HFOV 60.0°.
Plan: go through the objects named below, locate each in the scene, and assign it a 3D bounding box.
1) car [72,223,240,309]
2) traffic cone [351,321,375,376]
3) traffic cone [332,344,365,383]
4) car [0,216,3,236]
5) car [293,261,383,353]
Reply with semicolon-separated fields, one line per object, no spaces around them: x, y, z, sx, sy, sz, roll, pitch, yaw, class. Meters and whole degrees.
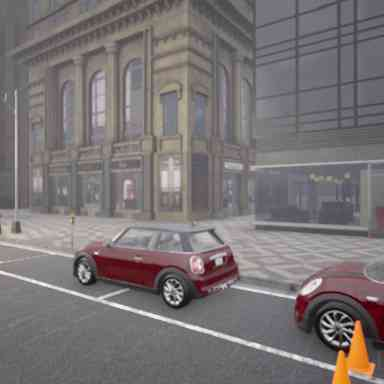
-1.023;1.444;7.933;4.097;1.590;1.967;0;0;36;car
2.140;1.956;4.280;0.340;0.580;0.340;0;0;36;traffic cone
1.559;1.956;3.466;0.340;0.580;0.340;0;0;36;traffic cone
-10.202;1.333;14.488;5.009;1.841;2.192;0;0;36;car
3.565;1.441;4.655;4.097;1.590;1.967;0;0;36;car
